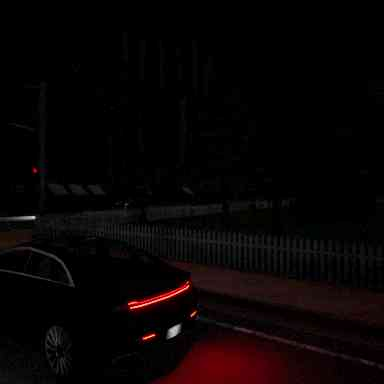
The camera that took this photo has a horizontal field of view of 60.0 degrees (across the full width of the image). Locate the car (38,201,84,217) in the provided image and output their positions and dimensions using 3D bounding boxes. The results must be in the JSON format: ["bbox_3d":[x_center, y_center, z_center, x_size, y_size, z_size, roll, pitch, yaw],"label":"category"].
[{"bbox_3d":[-12.451,1.564,31.904,1.994,1.385,4.181,0,0,34],"label":"car"}]

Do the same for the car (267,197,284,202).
[{"bbox_3d":[15.127,1.547,59.938,2.033,1.411,5.357,0,0,34],"label":"car"}]

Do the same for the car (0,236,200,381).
[{"bbox_3d":[-2.185,1.491,5.497,4.902,1.511,2.128,0,0,36],"label":"car"}]

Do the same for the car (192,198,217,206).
[{"bbox_3d":[2.037,1.601,53.317,1.895,1.301,4.718,0,0,34],"label":"car"}]

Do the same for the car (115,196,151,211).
[{"bbox_3d":[-7.036,1.352,39.929,2.097,1.767,4.553,0,0,34],"label":"car"}]
